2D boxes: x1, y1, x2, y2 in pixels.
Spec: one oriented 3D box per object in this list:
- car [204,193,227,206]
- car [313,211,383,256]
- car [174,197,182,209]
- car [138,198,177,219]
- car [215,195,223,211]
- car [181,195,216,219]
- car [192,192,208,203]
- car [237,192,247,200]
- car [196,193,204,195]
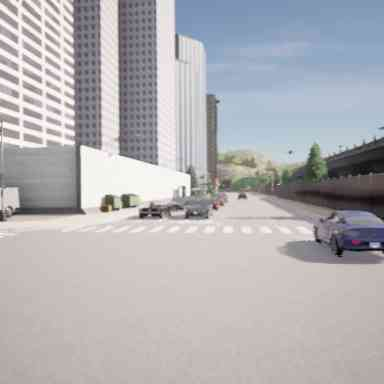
[{"bbox_3d":[3.249,0.980,44.558,2.097,1.767,4.553,0,0,8],"label":"car"},{"bbox_3d":[5.810,1.403,12.236,1.812,1.442,4.674,0,0,8],"label":"car"},{"bbox_3d":[-1.478,1.278,36.452,2.033,1.411,5.357,0,0,8],"label":"car"},{"bbox_3d":[-2.849,1.413,27.010,1.895,1.301,4.718,0,0,8],"label":"car"},{"bbox_3d":[1.947,1.305,35.681,1.895,1.301,4.718,0,0,8],"label":"car"},{"bbox_3d":[0.615,1.288,26.515,1.837,1.490,4.892,0,0,8],"label":"car"},{"bbox_3d":[1.449,0.913,56.262,2.097,1.767,4.553,0,0,9],"label":"car"},{"bbox_3d":[10.592,0.874,70.201,1.837,1.490,4.892,0,0,8],"label":"car"},{"bbox_3d":[-0.009,1.192,46.403,2.033,1.411,5.357,0,0,9],"label":"car"}]
